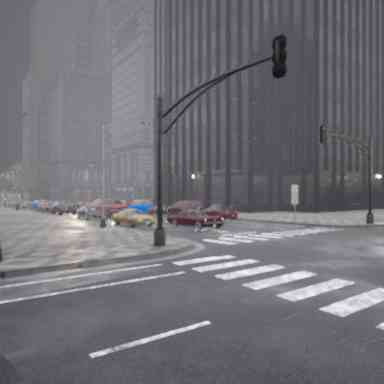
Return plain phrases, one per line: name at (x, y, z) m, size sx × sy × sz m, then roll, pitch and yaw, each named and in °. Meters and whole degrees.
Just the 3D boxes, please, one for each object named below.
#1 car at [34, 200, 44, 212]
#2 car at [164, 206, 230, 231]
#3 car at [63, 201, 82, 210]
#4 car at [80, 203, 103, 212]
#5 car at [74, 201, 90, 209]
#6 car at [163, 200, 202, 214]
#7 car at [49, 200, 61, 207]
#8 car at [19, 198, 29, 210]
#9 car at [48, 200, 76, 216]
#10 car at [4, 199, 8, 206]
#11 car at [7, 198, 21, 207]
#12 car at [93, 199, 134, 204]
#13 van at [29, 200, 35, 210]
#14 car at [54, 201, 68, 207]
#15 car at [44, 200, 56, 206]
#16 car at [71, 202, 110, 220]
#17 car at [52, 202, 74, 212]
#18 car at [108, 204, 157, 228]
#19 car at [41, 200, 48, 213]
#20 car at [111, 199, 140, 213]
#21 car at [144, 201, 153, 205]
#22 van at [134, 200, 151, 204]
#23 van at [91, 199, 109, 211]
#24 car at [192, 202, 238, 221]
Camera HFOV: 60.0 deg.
car at (-21.676, 2.213, 49.644) m, size 1.967 × 1.590 × 4.097 m, roll -1°, pitch 0°, yaw -36°
car at (0.220, 1.915, 23.576) m, size 1.895 × 1.301 × 4.718 m, roll 0°, pitch -1°, yaw -35°
car at (-21.394, 2.356, 59.187) m, size 1.882 × 1.535 × 5.008 m, roll 0°, pitch -1°, yaw -36°
car at (-15.387, 2.342, 50.822) m, size 1.895 × 1.301 × 4.718 m, roll 0°, pitch -1°, yaw -35°
car at (-21.044, 2.506, 63.435) m, size 1.802 × 1.307 × 4.206 m, roll -1°, pitch 0°, yaw -36°
car at (-0.650, 1.767, 34.876) m, size 2.192 × 1.841 × 5.009 m, roll -1°, pitch 0°, yaw -36°
car at (-33.135, 2.760, 80.372) m, size 1.947 × 1.339 × 4.313 m, roll -1°, pitch 0°, yaw -36°
car at (-30.296, 2.410, 61.719) m, size 1.967 × 1.590 × 4.097 m, roll -1°, pitch 0°, yaw -36°
car at (-16.001, 1.957, 41.692) m, size 2.192 × 1.841 × 5.009 m, roll -1°, pitch 0°, yaw -36°
car at (-42.791, 2.828, 79.225) m, size 1.802 × 1.307 × 4.206 m, roll -1°, pitch 0°, yaw -36°
car at (-39.668, 2.724, 74.849) m, size 1.887 × 1.381 × 4.507 m, roll -1°, pitch 0°, yaw -36°
car at (-8.796, 1.748, 36.209) m, size 2.150 × 2.045 × 5.566 m, roll 0°, pitch -1°, yaw -35°
van at (-24.516, 2.179, 53.621) m, size 1.690 × 1.788 × 3.998 m, roll -1°, pitch 0°, yaw -36°
car at (-30.112, 2.694, 76.137) m, size 1.947 × 1.339 × 4.313 m, roll -1°, pitch 0°, yaw -36°
car at (-36.158, 2.810, 84.606) m, size 2.008 × 1.369 × 4.403 m, roll -1°, pitch 0°, yaw -36°
car at (-10.319, 2.060, 33.738) m, size 2.008 × 1.369 × 4.403 m, roll -1°, pitch 0°, yaw -36°
car at (-20.456, 2.359, 52.711) m, size 2.033 × 1.411 × 5.357 m, roll 0°, pitch -1°, yaw -36°
car at (-4.543, 1.899, 25.647) m, size 1.752 × 1.417 × 4.829 m, roll -1°, pitch 0°, yaw -36°
car at (-18.835, 2.252, 45.668) m, size 1.887 × 1.381 × 4.507 m, roll -1°, pitch 0°, yaw -36°
car at (-9.502, 1.974, 47.307) m, size 2.192 × 1.841 × 5.009 m, roll -1°, pitch 0°, yaw -36°
car at (-3.596, 2.103, 39.018) m, size 1.802 × 1.307 × 4.206 m, roll -1°, pitch 0°, yaw -36°
van at (-6.551, 1.931, 43.163) m, size 1.690 × 1.788 × 3.998 m, roll -1°, pitch 0°, yaw -36°
van at (-15.404, 2.137, 55.594) m, size 1.690 × 1.788 × 3.998 m, roll -1°, pitch 0°, yaw -36°
car at (2.306, 1.927, 30.731) m, size 1.887 × 1.381 × 4.507 m, roll -1°, pitch 0°, yaw -36°
